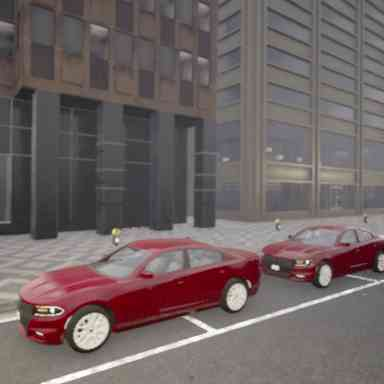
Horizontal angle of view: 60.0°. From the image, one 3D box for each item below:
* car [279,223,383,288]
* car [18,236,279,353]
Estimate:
[{"bbox_3d":[3.869,1.609,9.407,4.507,1.381,1.887,1,0,-36],"label":"car"},{"bbox_3d":[-0.692,1.567,6.152,4.507,1.381,1.887,1,0,-36],"label":"car"}]
